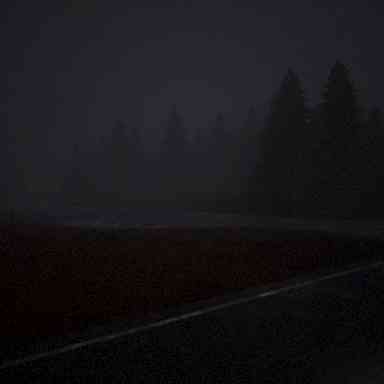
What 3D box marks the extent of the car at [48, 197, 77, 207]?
[{"bbox_3d":[-18.609,1.404,47.644,4.718,1.301,1.895,0,0,38],"label":"car"}]
